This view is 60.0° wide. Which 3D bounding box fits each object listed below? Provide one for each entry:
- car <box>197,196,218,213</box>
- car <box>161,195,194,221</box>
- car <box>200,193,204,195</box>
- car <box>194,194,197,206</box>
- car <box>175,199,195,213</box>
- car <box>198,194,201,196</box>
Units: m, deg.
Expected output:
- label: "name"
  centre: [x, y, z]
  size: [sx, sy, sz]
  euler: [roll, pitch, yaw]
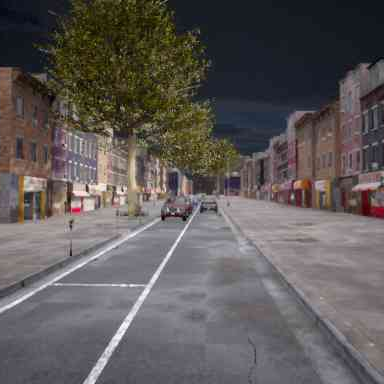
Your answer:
- label: "car"
  centre: [1.868, 1.479, 36.812]
  size: [2.128, 1.511, 4.902]
  euler: [0, 0, 3]
- label: "car"
  centre: [-1.299, 1.306, 27.313]
  size: [2.192, 1.841, 5.009]
  euler: [2, 0, 3]
- label: "car"
  centre: [1.135, 1.567, 77.070]
  size: [1.802, 1.307, 4.206]
  euler: [2, 0, 3]
- label: "car"
  centre: [-1.027, 1.304, 32.842]
  size: [2.192, 1.841, 5.009]
  euler: [2, 0, 3]
- label: "car"
  centre: [-0.763, 1.532, 38.371]
  size: [1.887, 1.381, 4.507]
  euler: [2, 0, 3]
- label: "car"
  centre: [0.054, 1.422, 54.957]
  size: [1.967, 1.590, 4.097]
  euler: [2, 0, 3]
